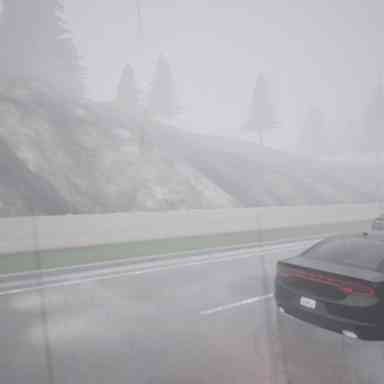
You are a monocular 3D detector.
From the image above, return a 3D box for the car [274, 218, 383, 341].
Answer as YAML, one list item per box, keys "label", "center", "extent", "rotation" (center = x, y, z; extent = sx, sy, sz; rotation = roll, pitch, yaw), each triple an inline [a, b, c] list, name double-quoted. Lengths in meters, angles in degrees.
- label: "car"
  center: [3.717, 1.469, 6.320]
  extent: [5.008, 1.535, 1.882]
  rotation: [0, 0, -36]

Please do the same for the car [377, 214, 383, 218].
- label: "car"
  center: [10.075, 1.472, 15.105]
  extent: [4.902, 1.511, 2.128]
  rotation: [0, 0, -35]
